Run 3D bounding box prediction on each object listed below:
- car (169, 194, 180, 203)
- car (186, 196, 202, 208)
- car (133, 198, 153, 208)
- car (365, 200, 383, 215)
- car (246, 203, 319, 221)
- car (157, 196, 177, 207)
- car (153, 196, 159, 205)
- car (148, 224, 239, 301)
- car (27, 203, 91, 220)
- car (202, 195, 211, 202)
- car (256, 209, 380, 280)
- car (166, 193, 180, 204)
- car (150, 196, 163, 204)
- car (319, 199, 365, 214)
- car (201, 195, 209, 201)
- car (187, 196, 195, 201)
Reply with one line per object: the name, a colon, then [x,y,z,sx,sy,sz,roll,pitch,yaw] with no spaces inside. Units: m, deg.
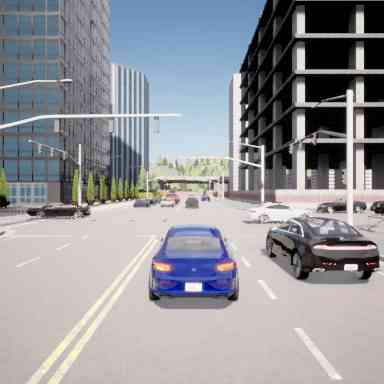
car: [-3.638,1.355,70.028,2.097,1.767,4.553,0,0,0]
car: [0.002,1.491,49.023,2.128,1.511,4.902,0,0,0]
car: [-7.190,1.564,48.135,1.994,1.385,4.181,0,0,0]
car: [19.762,1.166,31.054,5.566,2.045,2.150,0,0,0]
car: [6.231,1.490,23.752,4.674,1.442,1.812,0,0,-1]
car: [-3.695,1.601,50.263,1.895,1.301,4.718,0,0,0]
car: [-7.198,1.601,56.896,1.895,1.301,4.718,0,0,0]
car: [0.044,1.526,8.226,1.812,1.442,4.674,0,0,0]
car: [-10.858,1.565,27.551,4.718,1.301,1.895,0,0,-10]
car: [3.347,1.522,77.827,1.812,1.442,4.674,0,0,0]
car: [3.560,1.492,9.949,2.128,1.511,4.902,0,0,-1]
car: [-3.693,1.221,60.038,2.150,2.045,5.566,0,0,0]
car: [-7.151,1.547,67.525,2.033,1.411,5.357,0,0,0]
car: [15.515,1.436,34.543,4.902,1.511,2.128,0,0,0]
car: [3.329,1.483,86.902,1.837,1.490,4.892,0,0,0]
car: [-0.161,1.595,82.010,1.895,1.301,4.718,0,0,0]
